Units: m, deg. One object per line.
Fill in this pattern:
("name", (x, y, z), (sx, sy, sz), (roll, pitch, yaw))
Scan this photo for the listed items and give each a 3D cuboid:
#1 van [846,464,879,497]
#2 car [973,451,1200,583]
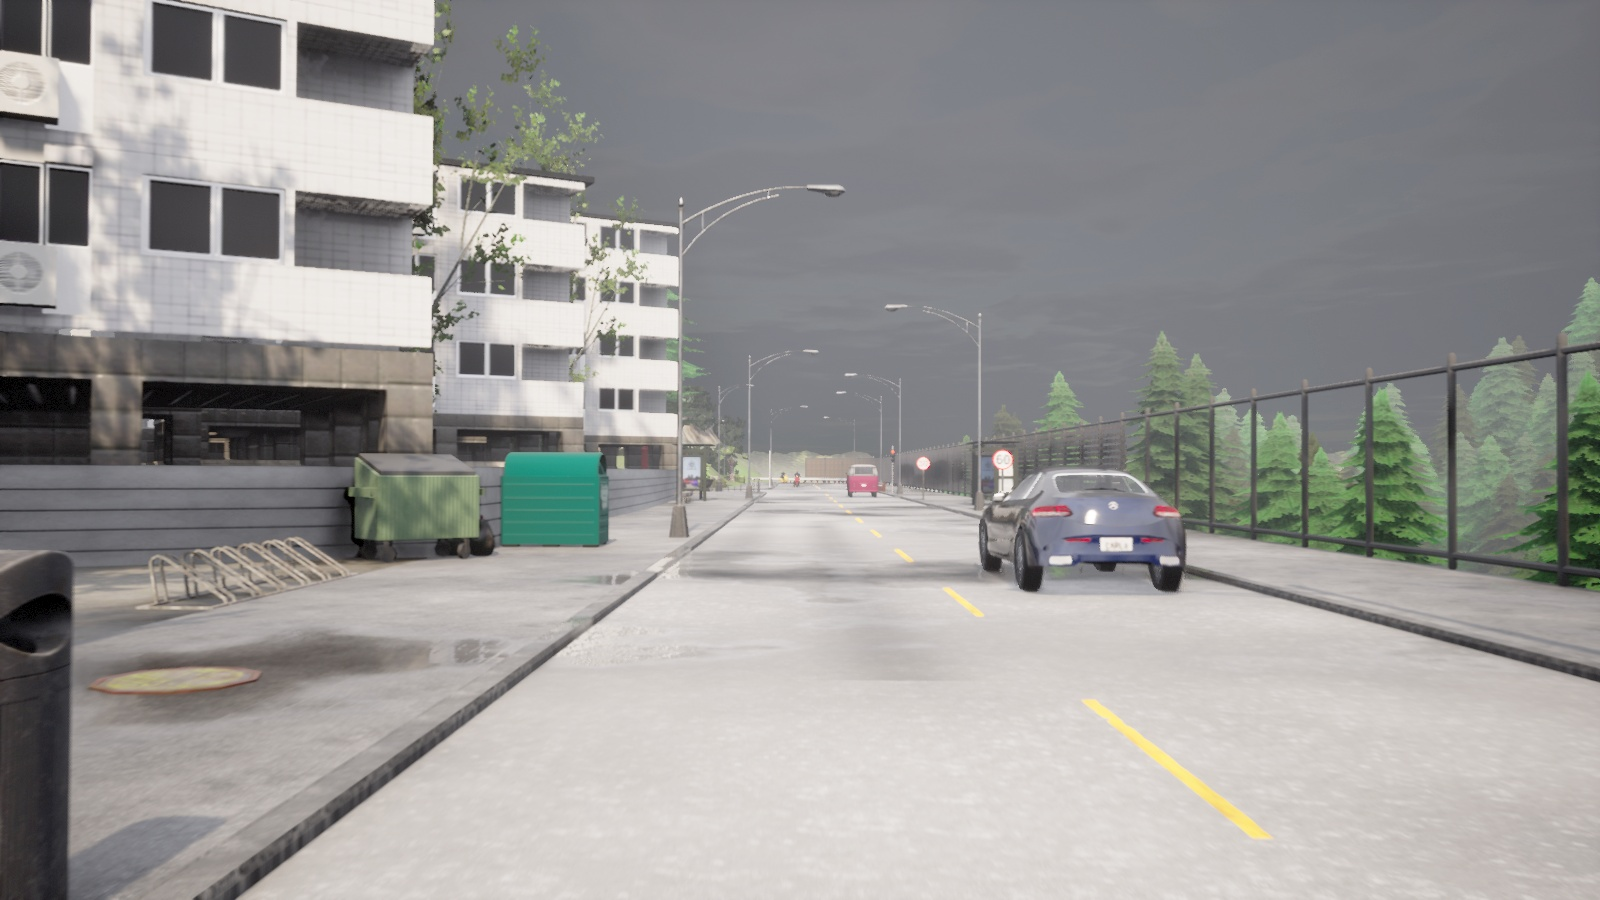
("van", (3.799, 1.836, 76.713), (1.775, 1.987, 4.442), (0, -1, 0))
("car", (3.950, 0.884, 18.330), (2.152, 1.651, 5.027), (0, -1, 0))
